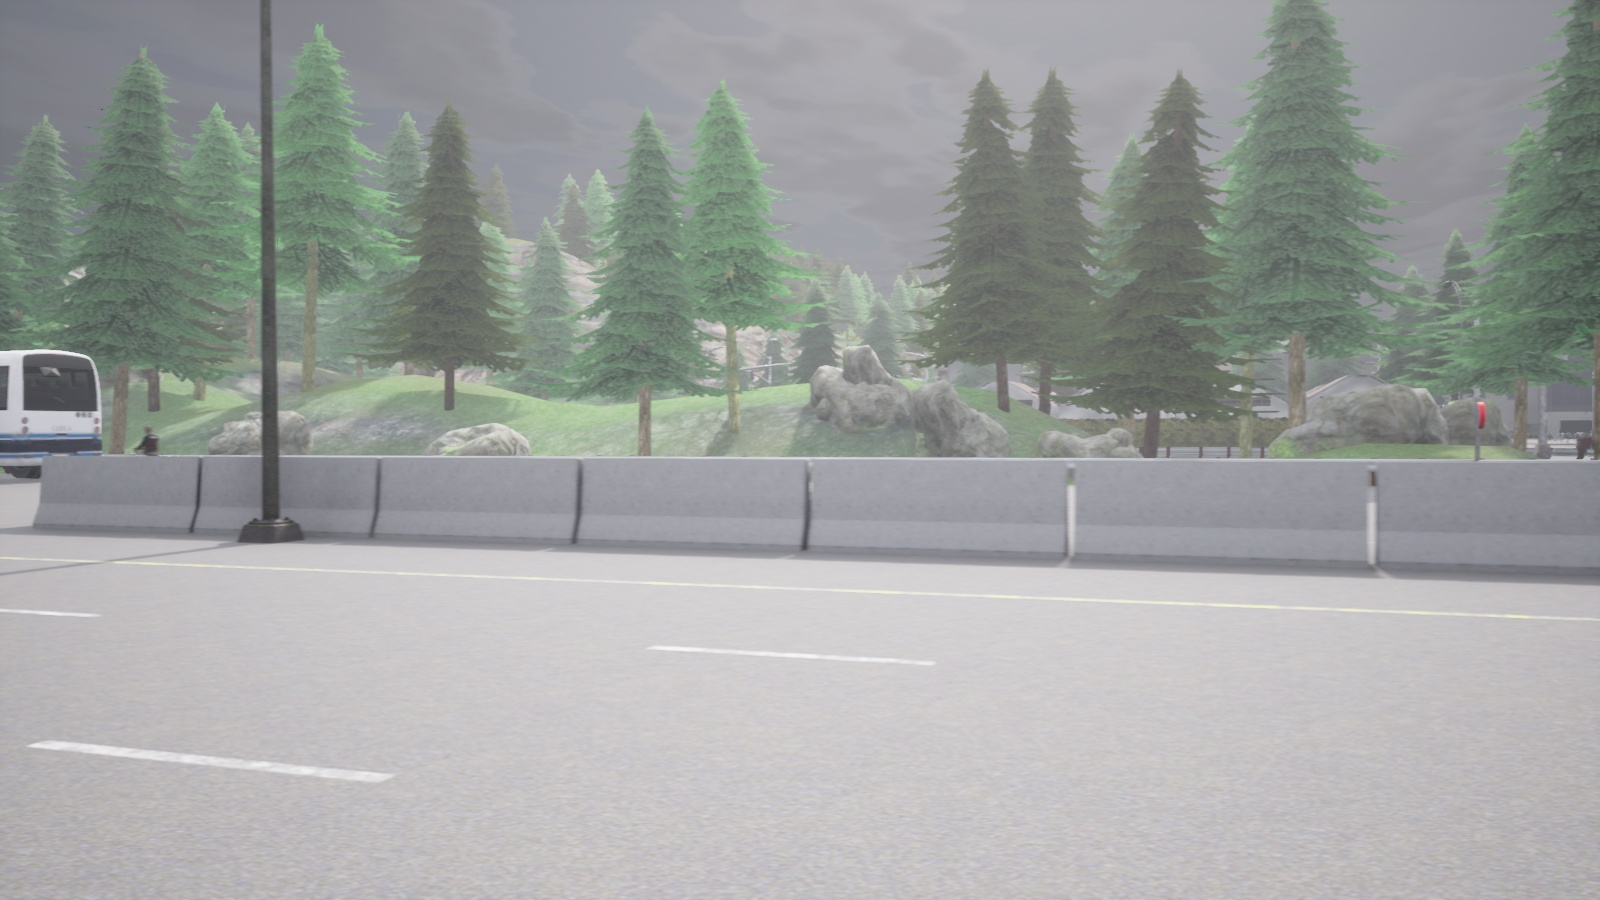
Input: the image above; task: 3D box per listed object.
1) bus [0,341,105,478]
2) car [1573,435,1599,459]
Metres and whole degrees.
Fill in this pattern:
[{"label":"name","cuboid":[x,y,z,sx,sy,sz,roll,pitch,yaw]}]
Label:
[{"label":"bus","cuboid":[-29.162,-1.341,42.526,10.273,4.253,3.944,1,1,19]},{"label":"car","cuboid":[45.645,-0.155,71.308,1.895,1.301,4.718,2,1,18]}]
